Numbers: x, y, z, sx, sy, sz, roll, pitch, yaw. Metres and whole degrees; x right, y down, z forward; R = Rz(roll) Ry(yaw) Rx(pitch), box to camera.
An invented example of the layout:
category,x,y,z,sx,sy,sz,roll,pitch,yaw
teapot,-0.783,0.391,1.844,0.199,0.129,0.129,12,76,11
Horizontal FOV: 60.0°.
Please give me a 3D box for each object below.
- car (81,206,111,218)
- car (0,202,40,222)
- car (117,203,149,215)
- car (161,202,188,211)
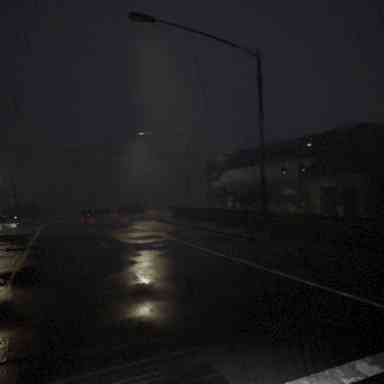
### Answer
category,x,y,z,sx,sy,sz,roll,pitch,yaw
car,-11.825,2.420,41.287,1.895,1.301,4.718,-2,-1,9
car,-19.378,2.239,37.615,2.150,2.045,5.566,-2,0,3
car,-7.859,2.193,43.482,1.882,1.535,5.008,-2,-1,18
car,-2.538,2.239,52.234,4.718,1.301,1.895,-1,-1,-44
